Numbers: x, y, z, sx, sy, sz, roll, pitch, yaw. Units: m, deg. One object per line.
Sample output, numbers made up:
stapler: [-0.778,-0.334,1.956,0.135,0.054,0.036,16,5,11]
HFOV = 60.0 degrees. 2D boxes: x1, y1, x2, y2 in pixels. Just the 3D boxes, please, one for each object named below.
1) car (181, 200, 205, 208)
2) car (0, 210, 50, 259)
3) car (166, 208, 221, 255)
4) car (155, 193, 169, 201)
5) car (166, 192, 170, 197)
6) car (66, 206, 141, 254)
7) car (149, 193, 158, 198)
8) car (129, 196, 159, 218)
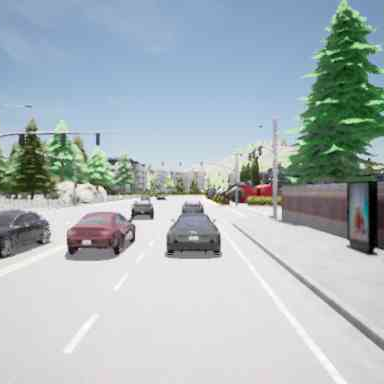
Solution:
car: [0.073,1.417,28.817,2.128,1.511,4.902,0,0,0]
car: [-7.069,1.477,12.591,1.837,1.490,4.892,0,0,0]
car: [0.068,1.532,13.261,1.994,1.385,4.181,0,0,0]
car: [-7.001,1.418,75.616,1.895,1.301,4.718,0,0,0]
car: [-7.001,0.901,91.353,1.837,1.490,4.892,0,0,0]
car: [-3.432,1.495,13.185,1.812,1.442,4.674,0,0,0]
car: [-10.501,0.996,91.323,1.895,1.301,4.718,0,0,0]
car: [-4.381,1.404,28.733,2.128,1.511,4.902,0,0,-11]
